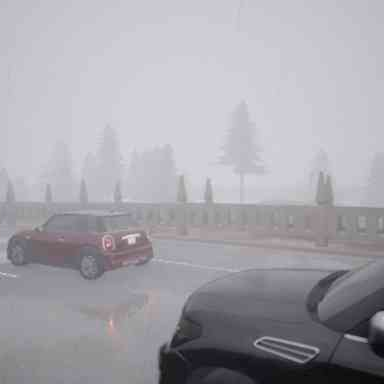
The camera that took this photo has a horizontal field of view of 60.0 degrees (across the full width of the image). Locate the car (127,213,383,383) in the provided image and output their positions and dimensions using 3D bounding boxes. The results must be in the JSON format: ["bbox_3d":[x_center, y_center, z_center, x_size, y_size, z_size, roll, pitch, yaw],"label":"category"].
[{"bbox_3d":[2.332,1.205,2.187,5.566,2.045,2.150,0,0,36],"label":"car"}]

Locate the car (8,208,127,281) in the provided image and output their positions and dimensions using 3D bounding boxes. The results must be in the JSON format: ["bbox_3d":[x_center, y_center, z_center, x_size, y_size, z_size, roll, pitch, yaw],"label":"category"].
[{"bbox_3d":[-3.441,1.336,10.002,4.553,1.767,2.097,0,0,31],"label":"car"}]
